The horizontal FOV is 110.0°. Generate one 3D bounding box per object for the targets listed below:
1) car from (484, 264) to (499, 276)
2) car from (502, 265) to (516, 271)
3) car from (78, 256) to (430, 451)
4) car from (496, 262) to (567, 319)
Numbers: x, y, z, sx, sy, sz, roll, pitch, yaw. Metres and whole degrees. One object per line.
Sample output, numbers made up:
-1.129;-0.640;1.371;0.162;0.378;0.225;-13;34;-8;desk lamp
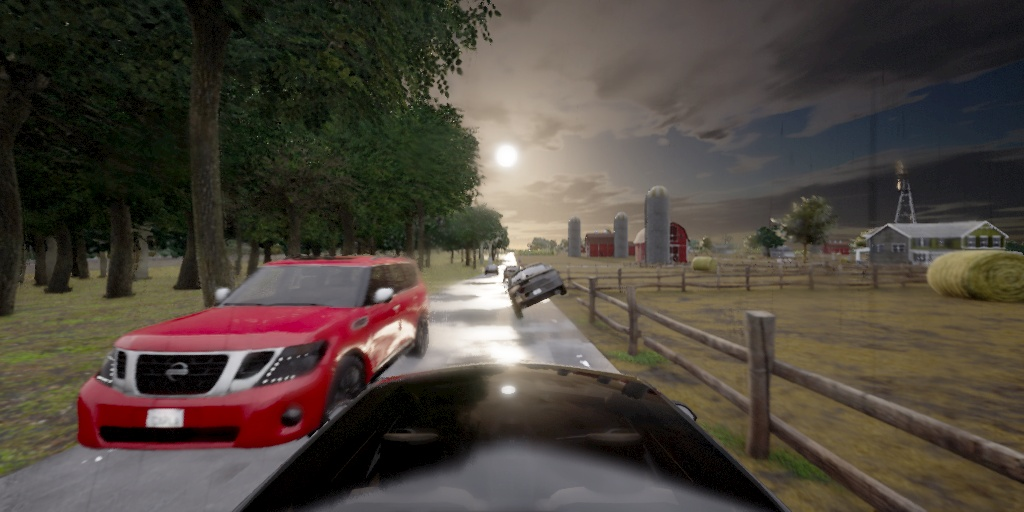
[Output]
-2.796;1.892;49.708;1.882;1.535;5.008;0;-1;0;car
0.070;1.707;36.124;1.837;1.490;4.892;0;-1;1;car
-2.848;1.010;5.716;2.150;2.045;5.566;0;-1;0;car
0.743;1.095;13.568;1.882;1.535;5.008;-24;-3;-1;car
